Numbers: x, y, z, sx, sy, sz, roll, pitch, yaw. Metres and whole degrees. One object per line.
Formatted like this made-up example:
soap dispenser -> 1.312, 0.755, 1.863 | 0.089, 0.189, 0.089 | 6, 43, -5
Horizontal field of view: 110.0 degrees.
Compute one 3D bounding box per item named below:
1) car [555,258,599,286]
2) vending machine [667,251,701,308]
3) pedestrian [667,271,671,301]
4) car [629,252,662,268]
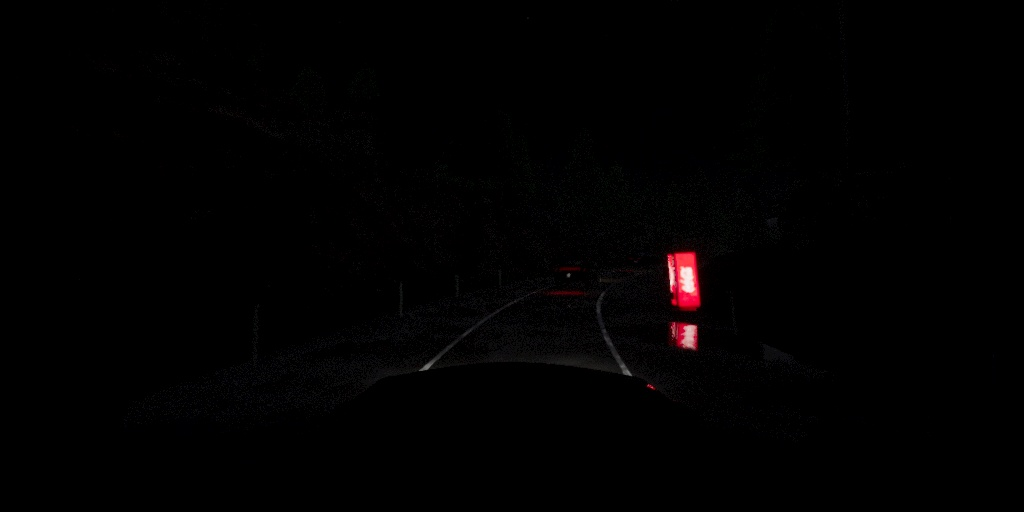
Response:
car -> 4.017, 0.887, 21.683 | 1.882, 1.535, 5.008 | -1, 0, 22
vending machine -> 6.654, 0.843, 13.687 | 1.100, 2.100, 0.880 | 0, 0, 15
pedestrian -> 6.617, 0.928, 14.722 | 0.375, 1.860, 0.375 | 4, -3, 16
car -> 13.971, 0.357, 37.468 | 1.882, 1.535, 5.008 | -3, 0, 42
